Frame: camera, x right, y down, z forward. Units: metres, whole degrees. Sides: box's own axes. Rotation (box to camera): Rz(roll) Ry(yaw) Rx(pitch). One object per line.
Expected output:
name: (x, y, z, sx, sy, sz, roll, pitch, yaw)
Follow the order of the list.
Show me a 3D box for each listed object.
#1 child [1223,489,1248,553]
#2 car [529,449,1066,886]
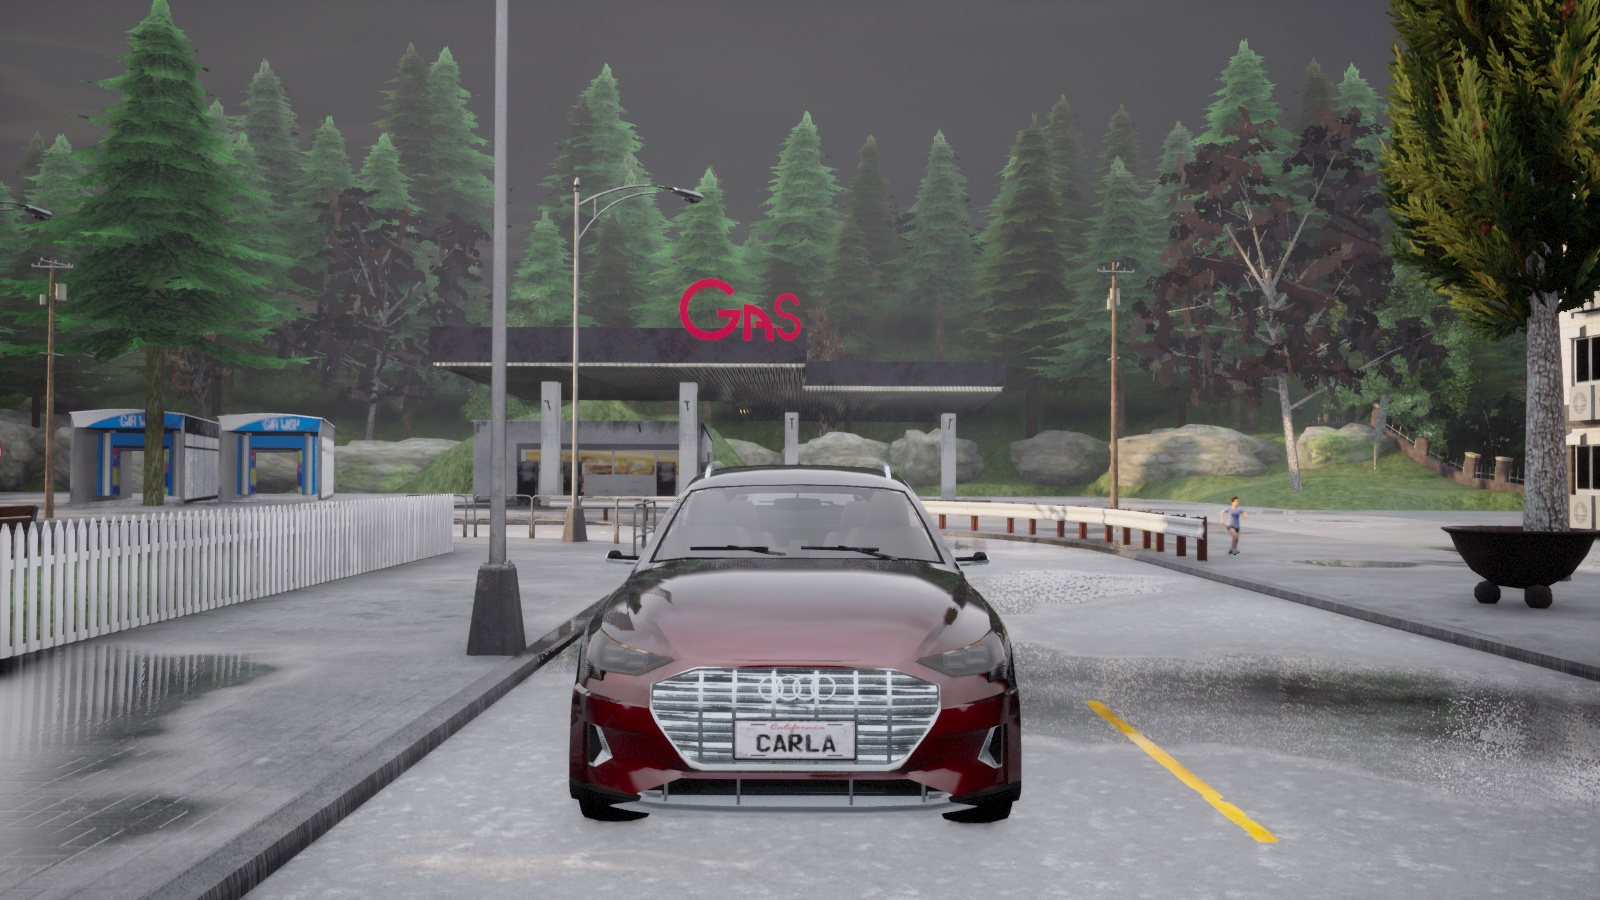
child: (7.667, 1.244, 22.132, 0.255, 1.110, 0.394, 0, -1, -7)
car: (-0.007, 0.865, 7.197, 2.033, 1.649, 4.856, 0, -1, 0)
